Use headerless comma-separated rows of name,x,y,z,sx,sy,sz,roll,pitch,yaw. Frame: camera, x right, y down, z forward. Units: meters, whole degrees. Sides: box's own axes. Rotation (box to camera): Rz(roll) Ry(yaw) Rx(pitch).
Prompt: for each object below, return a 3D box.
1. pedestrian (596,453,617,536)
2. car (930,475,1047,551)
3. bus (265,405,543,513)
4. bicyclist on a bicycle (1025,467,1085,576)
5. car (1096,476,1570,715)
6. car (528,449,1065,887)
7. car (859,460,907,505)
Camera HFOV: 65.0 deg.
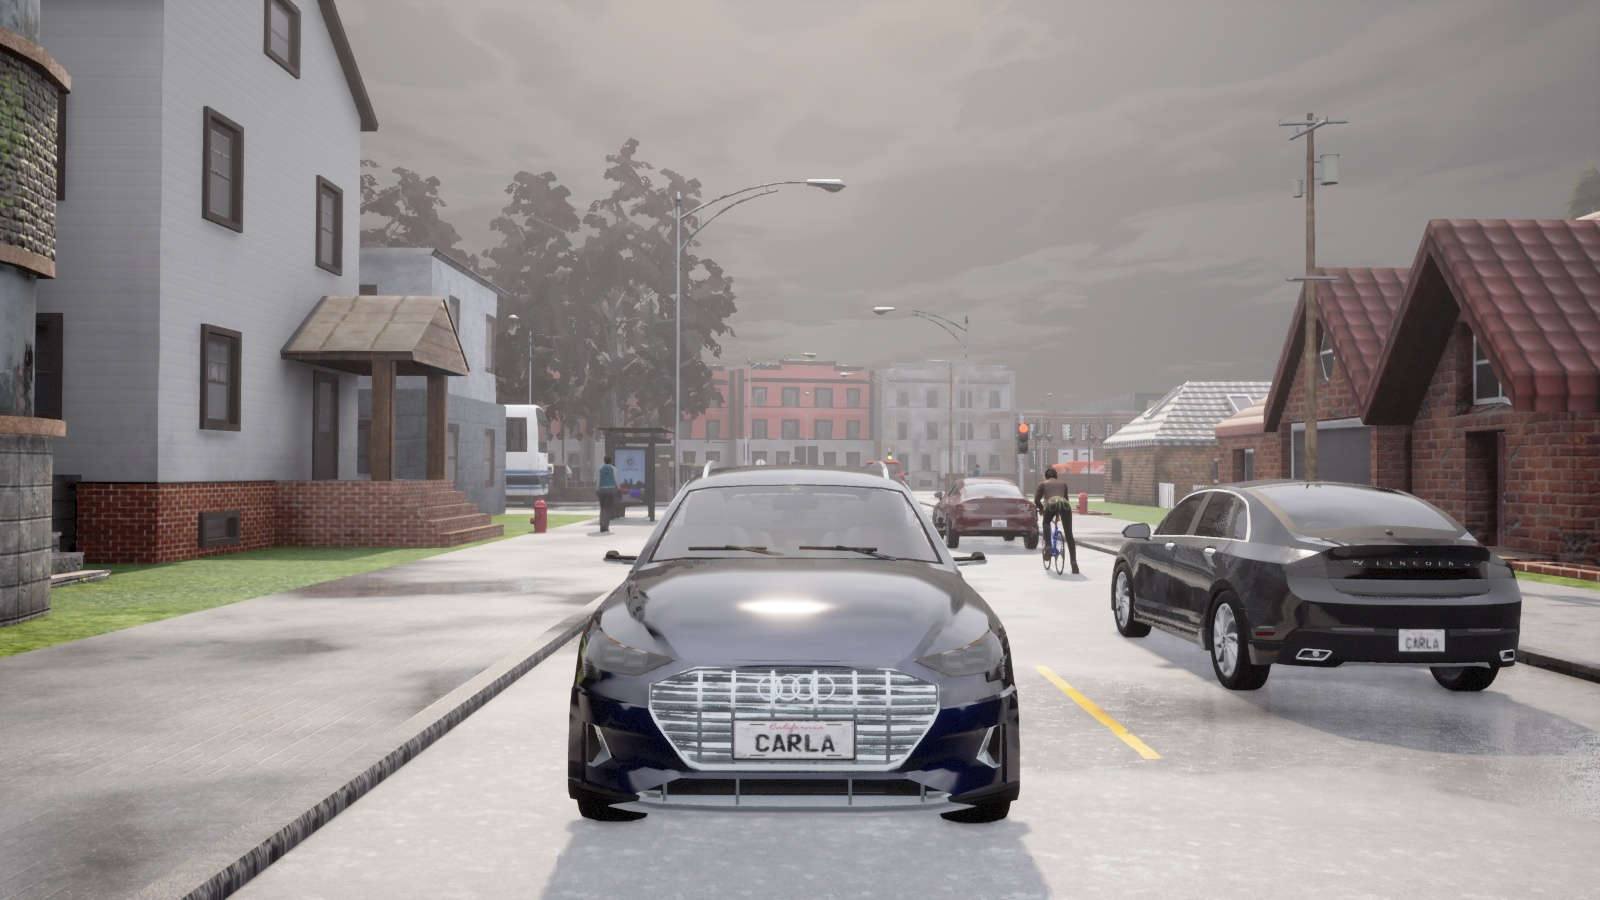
pedestrian,-4.535,1.036,29.463,0.396,1.930,0.692,0,-1,0
car,3.920,1.274,26.825,1.812,1.442,4.674,0,-1,1
bus,-16.065,0.369,51.740,10.273,4.253,3.944,0,-1,-4
bicyclist on a bicycle,3.948,1.079,19.545,0.582,1.620,1.656,0,-1,0
car,3.973,0.979,10.446,1.837,1.490,4.892,0,-1,0
car,-0.020,0.865,7.198,2.033,1.649,4.856,0,-1,0
car,3.908,1.506,59.016,2.150,2.045,5.566,0,-1,4
